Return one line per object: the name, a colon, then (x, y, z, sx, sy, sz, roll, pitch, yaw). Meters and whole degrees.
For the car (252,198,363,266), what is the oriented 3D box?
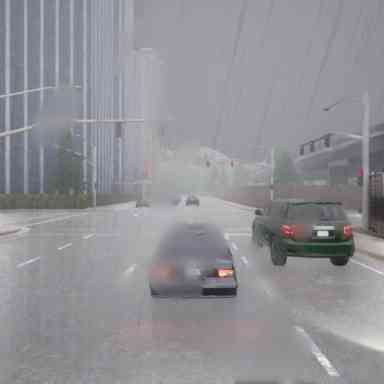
car: (3.575, 1.221, 11.697, 2.150, 2.045, 5.566, 0, 0, 1)

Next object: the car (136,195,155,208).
car: (-7.077, 1.504, 48.923, 1.837, 1.490, 4.892, 0, 0, 0)

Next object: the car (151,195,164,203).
car: (-6.992, 1.491, 68.052, 2.128, 1.511, 4.902, 0, 0, 0)

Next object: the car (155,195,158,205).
car: (-7.061, 1.352, 58.115, 2.097, 1.767, 4.553, 0, 0, 0)

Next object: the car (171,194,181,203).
car: (-3.478, 1.355, 72.579, 2.097, 1.767, 4.553, 0, 0, 0)

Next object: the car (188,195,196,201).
car: (0.026, 1.499, 84.727, 1.837, 1.490, 4.892, 0, 0, 0)

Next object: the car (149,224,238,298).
car: (0.057, 1.547, 8.664, 2.033, 1.411, 5.357, 0, 0, 1)

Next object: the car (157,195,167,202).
car: (-6.976, 1.515, 78.290, 1.812, 1.442, 4.674, 0, 0, 0)

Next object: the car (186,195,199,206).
car: (0.112, 1.351, 56.417, 2.097, 1.767, 4.553, 0, 0, 0)

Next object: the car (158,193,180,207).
car: (-3.572, 1.221, 52.851, 2.150, 2.045, 5.566, 0, 0, 0)
